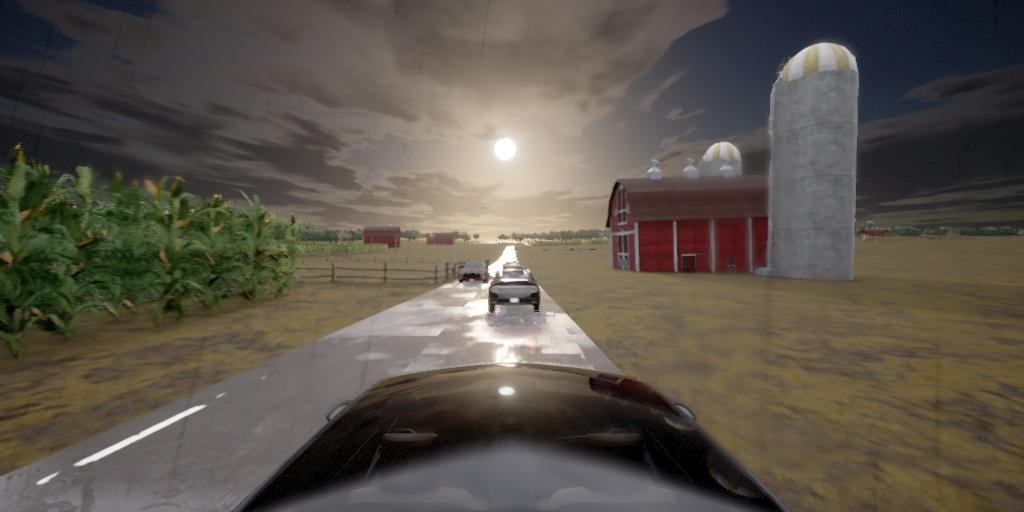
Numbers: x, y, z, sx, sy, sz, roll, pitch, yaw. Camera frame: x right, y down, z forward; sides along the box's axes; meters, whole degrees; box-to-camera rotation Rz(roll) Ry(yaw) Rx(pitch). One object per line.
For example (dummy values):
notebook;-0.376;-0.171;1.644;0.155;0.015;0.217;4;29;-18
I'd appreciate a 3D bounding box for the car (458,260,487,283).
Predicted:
car;-2.855;1.128;27.843;2.097;1.767;4.553;0;0;0

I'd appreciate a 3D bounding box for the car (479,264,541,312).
car;0.085;1.244;14.208;2.128;1.511;4.902;0;0;0

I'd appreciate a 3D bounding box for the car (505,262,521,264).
car;0.090;1.262;32.574;1.882;1.535;5.008;0;0;0
